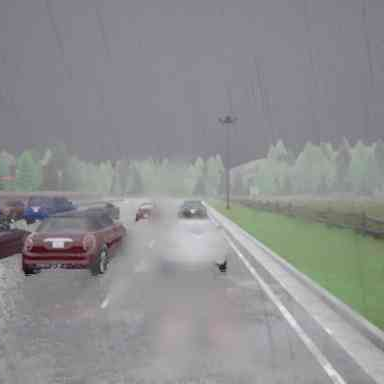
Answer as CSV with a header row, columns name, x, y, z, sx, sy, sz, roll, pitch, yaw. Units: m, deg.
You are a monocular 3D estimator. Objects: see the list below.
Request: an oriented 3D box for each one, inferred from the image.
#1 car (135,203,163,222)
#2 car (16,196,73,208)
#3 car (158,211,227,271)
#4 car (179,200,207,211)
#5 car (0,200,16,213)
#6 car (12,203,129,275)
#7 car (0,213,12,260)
name,x,y,z,sx,sy,sz,roll,pitch,yaw
car,-3.412,1.602,26.986,1.812,1.442,4.674,0,0,0
car,-10.425,1.295,24.916,2.150,2.045,5.566,0,0,0
car,0.075,1.557,10.858,1.812,1.442,4.674,0,-1,0
car,0.079,1.424,25.679,2.097,1.767,4.553,0,0,0
car,-13.922,1.424,25.688,2.097,1.767,4.553,0,0,0
car,-3.427,1.382,10.676,2.097,1.767,4.553,0,0,0
car,-6.927,1.595,10.894,1.994,1.385,4.181,0,0,0
